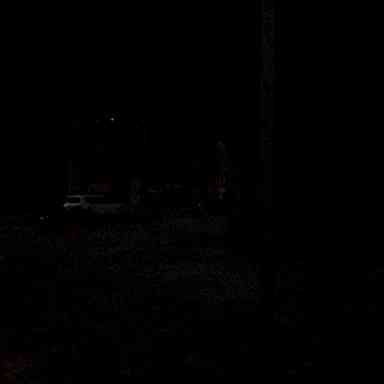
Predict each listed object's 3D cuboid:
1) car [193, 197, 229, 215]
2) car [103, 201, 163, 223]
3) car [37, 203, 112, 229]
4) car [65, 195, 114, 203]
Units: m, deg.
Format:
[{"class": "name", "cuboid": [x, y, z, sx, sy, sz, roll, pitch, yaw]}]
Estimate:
[{"class": "car", "cuboid": [2.122, 1.468, 35.012, 2.192, 1.841, 5.009, 0, -1, 35]}, {"class": "car", "cuboid": [-4.287, 1.589, 25.978, 1.752, 1.417, 4.829, 0, -1, 35]}, {"class": "car", "cuboid": [-7.640, 1.585, 21.253, 1.947, 1.339, 4.313, 0, -1, 35]}, {"class": "car", "cuboid": [-7.381, 1.257, 26.164, 2.150, 2.045, 5.566, 0, 0, 35]}]
